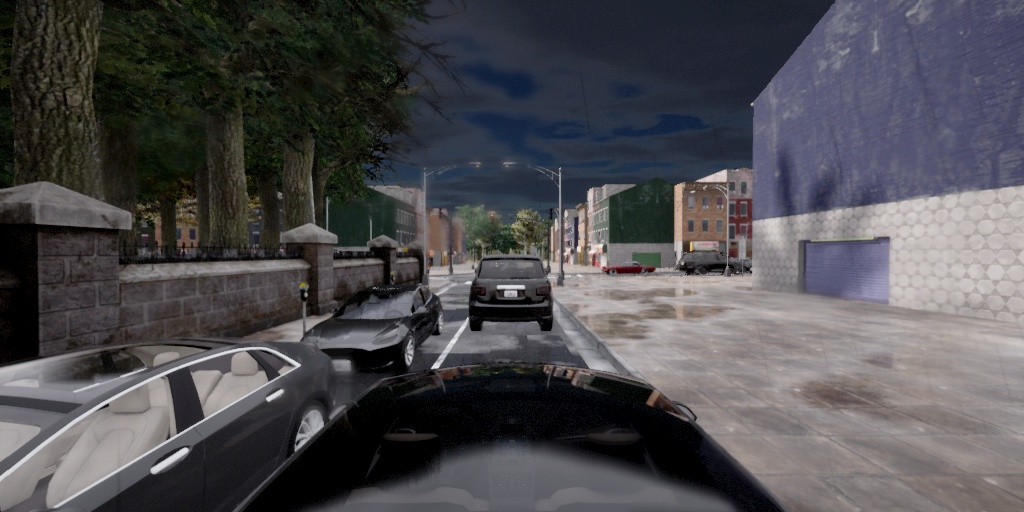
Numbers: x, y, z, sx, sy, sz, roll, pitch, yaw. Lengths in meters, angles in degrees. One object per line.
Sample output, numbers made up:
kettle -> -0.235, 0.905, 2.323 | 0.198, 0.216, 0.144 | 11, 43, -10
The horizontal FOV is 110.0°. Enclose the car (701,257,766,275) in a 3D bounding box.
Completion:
car -> 21.029, 0.932, 34.251 | 4.902, 1.511, 2.128 | -1, 1, 0

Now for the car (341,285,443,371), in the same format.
car -> -2.634, 1.314, 7.693 | 1.948, 1.339, 4.313 | 0, 0, 0

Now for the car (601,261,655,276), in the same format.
car -> 10.992, 1.177, 34.266 | 4.718, 1.301, 1.895 | -1, 1, 0

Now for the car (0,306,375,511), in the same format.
car -> -2.641, 1.300, 2.005 | 2.007, 1.370, 4.403 | 0, 0, 0

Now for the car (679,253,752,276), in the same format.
car -> 17.538, 0.736, 31.303 | 5.566, 2.045, 2.150 | -1, 1, 0

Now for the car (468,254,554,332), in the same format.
car -> -0.011, 0.970, 11.003 | 2.150, 2.045, 5.566 | 0, 0, 0
